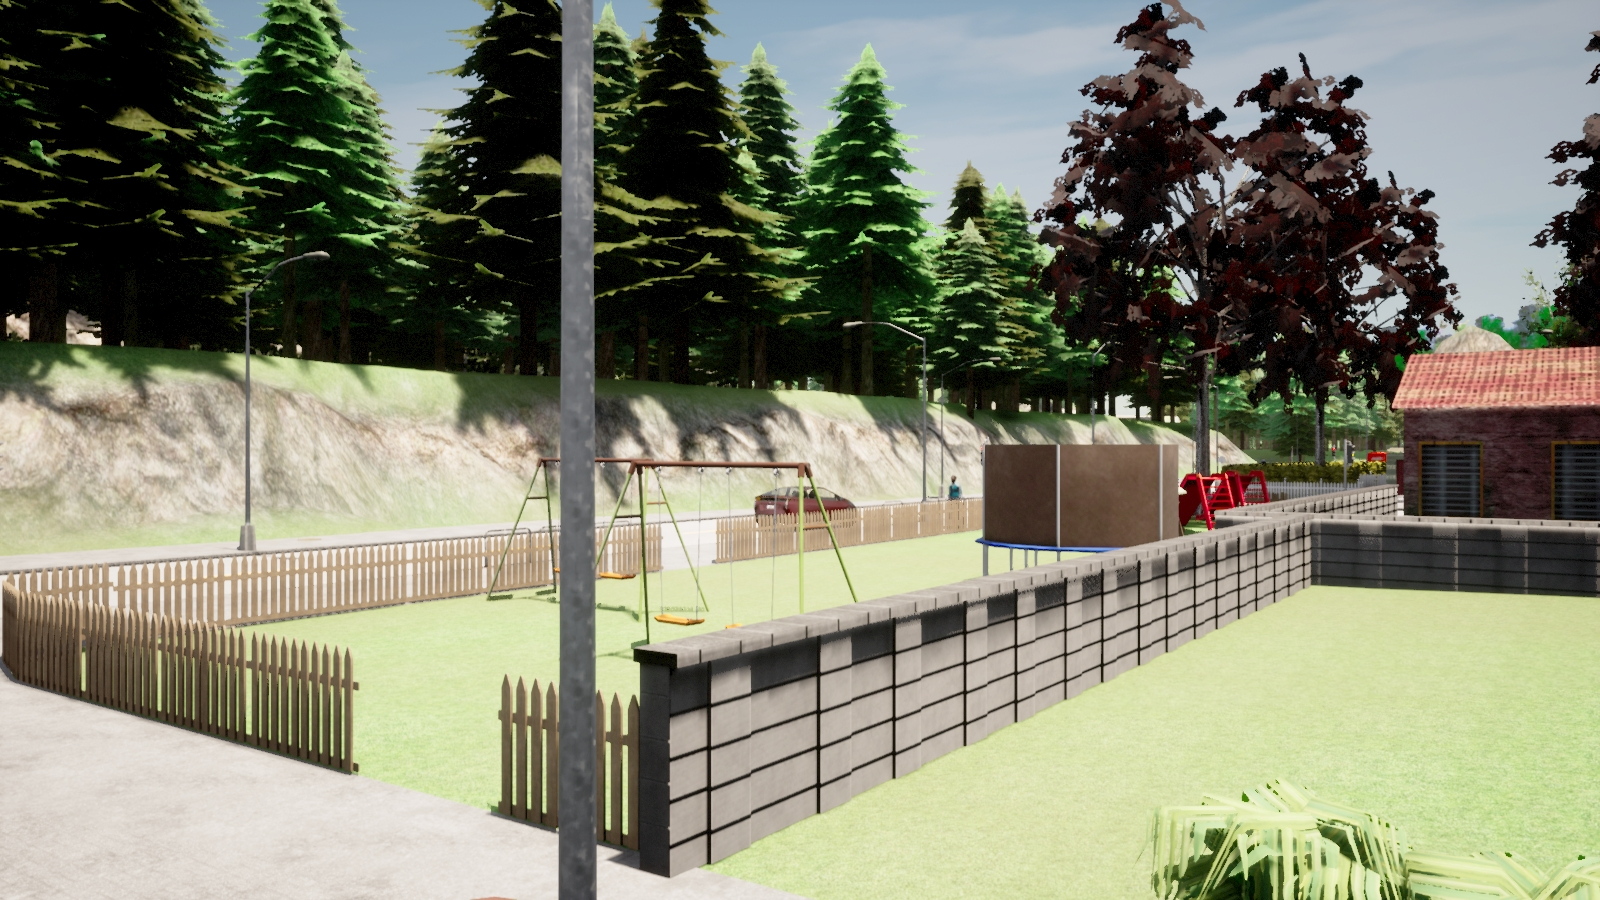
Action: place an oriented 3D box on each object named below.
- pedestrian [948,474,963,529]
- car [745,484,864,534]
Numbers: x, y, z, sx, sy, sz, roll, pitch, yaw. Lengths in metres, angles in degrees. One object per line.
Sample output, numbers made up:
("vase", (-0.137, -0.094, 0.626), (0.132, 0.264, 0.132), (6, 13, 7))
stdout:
("pedestrian", (5.320, 1.741, 38.976), (0.375, 1.860, 0.375), (0, 0, 36))
("car", (0.223, 2.035, 40.660), (2.007, 1.525, 4.514), (0, 0, 35))
